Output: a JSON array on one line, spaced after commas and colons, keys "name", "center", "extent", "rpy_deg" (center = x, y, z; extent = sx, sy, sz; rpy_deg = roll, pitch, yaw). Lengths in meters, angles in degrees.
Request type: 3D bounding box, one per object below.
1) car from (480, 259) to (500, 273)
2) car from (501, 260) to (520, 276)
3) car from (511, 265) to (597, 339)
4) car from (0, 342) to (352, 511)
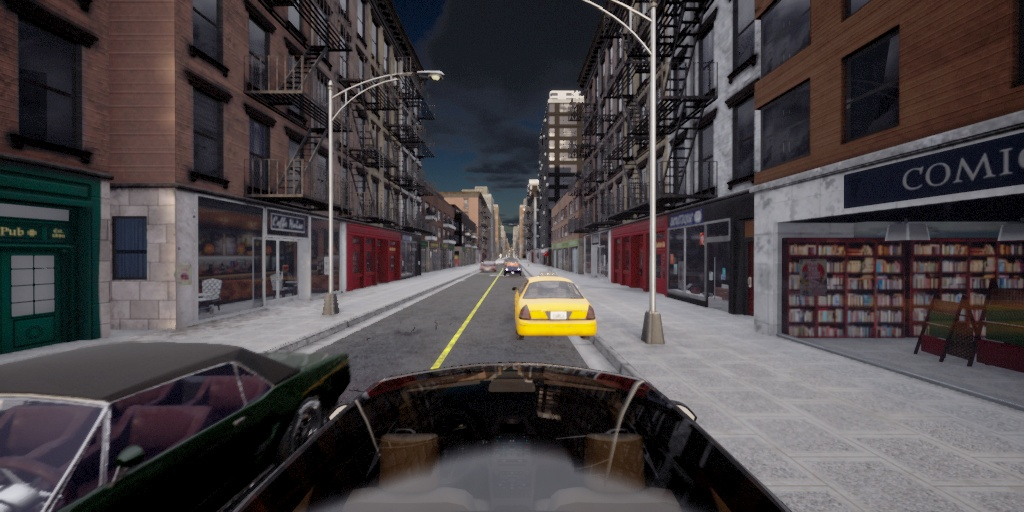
[{"name": "car", "center": [-2.835, 1.304, 43.781], "extent": [1.812, 1.442, 4.674], "rpy_deg": [0, 0, 0]}, {"name": "car", "center": [0.087, 1.371, 38.054], "extent": [1.895, 1.301, 4.718], "rpy_deg": [0, 0, 0]}, {"name": "car", "center": [0.965, 1.206, 9.991], "extent": [1.801, 1.575, 5.366], "rpy_deg": [0, 0, 0]}, {"name": "car", "center": [-2.849, 1.351, 2.053], "extent": [1.895, 1.301, 4.718], "rpy_deg": [0, 0, 0]}]
